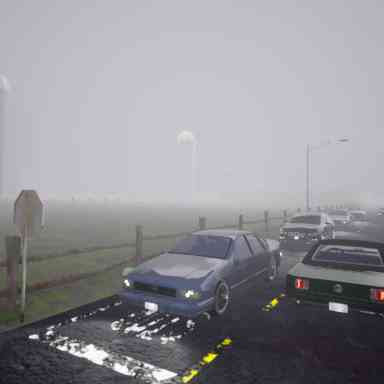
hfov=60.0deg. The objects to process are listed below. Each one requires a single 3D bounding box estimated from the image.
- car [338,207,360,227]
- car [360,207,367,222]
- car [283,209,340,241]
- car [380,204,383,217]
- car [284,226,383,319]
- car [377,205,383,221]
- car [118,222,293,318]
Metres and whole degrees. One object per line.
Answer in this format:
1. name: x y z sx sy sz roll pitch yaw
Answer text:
1. car: 10.932 1.978 24.735 2.033 1.411 5.357 0 -1 31
2. car: 16.244 2.159 33.262 1.994 1.385 4.181 0 -1 32
3. car: 5.790 1.777 16.419 1.837 1.490 4.892 0 -1 32
4. car: 24.906 2.289 41.950 1.837 1.490 4.892 0 -1 32
5. car: 3.674 1.723 7.573 1.895 1.301 4.718 0 -1 32
6. car: 19.634 2.164 33.326 2.033 1.411 5.357 0 -1 32
7. car: 0.668 1.660 8.116 2.033 1.411 5.357 0 -1 31
